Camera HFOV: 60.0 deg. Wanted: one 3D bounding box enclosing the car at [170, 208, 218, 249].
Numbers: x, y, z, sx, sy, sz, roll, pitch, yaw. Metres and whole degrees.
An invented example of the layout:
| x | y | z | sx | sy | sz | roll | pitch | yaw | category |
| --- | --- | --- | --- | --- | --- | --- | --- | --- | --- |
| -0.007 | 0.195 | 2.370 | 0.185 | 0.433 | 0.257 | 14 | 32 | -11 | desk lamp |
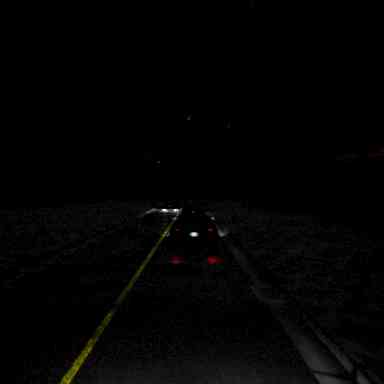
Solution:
| x | y | z | sx | sy | sz | roll | pitch | yaw | category |
| --- | --- | --- | --- | --- | --- | --- | --- | --- | --- |
| 0.082 | 1.605 | 14.802 | 1.994 | 1.385 | 4.181 | 0 | 0 | 0 | car |

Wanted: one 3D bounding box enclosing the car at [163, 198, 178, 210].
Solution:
| x | y | z | sx | sy | sz | roll | pitch | yaw | category |
| --- | --- | --- | --- | --- | --- | --- | --- | --- | --- |
| -3.007 | 1.701 | 47.699 | 1.837 | 1.490 | 4.892 | 0 | -1 | 1 | car |

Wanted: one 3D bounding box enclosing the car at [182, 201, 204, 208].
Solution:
| x | y | z | sx | sy | sz | roll | pitch | yaw | category |
| --- | --- | --- | --- | --- | --- | --- | --- | --- | --- |
| 0.080 | 1.589 | 31.017 | 1.882 | 1.535 | 5.008 | 0 | 0 | 0 | car |
